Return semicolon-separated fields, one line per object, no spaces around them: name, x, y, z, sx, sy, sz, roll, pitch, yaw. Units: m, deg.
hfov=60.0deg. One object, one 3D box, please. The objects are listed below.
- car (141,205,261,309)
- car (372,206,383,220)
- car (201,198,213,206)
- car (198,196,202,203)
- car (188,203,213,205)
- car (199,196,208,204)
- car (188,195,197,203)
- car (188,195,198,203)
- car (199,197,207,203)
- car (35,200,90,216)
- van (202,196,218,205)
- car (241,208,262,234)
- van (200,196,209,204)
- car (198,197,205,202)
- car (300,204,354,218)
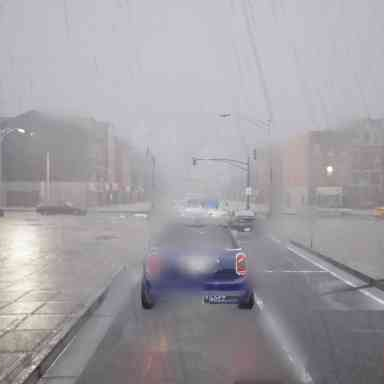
car;0.107;1.356;8.018;2.097;1.767;4.553;0;0;0
car;19.068;1.819;30.063;5.008;1.535;1.882;1;1;0
car;2.688;1.797;60.917;2.008;1.369;4.403;-1;-1;0
car;2.678;1.520;55.630;2.192;1.841;5.009;-1;0;0
car;0.148;1.547;17.837;1.812;1.442;4.674;0;0;1
car;2.702;1.829;76.789;1.967;1.590;4.097;-1;-1;0
car;0.095;1.709;85.859;2.150;2.045;5.566;0;-1;0
car;0.094;1.880;73.812;2.128;1.511;4.902;0;-1;0
car;2.710;1.987;82.078;1.887;1.381;4.507;-1;-1;0
car;-11.686;1.460;30.157;4.674;1.442;1.812;1;1;2
van;2.668;1.477;45.048;1.690;1.788;3.998;-1;0;0
car;2.645;1.573;18.089;2.008;1.369;4.403;-1;0;0
van;2.694;1.678;71.500;1.690;1.788;3.998;-1;-1;0
car;2.721;2.144;92.658;1.802;1.307;4.206;-2;-1;0
car;13.283;1.828;33.051;4.718;1.301;1.895;1;1;1
